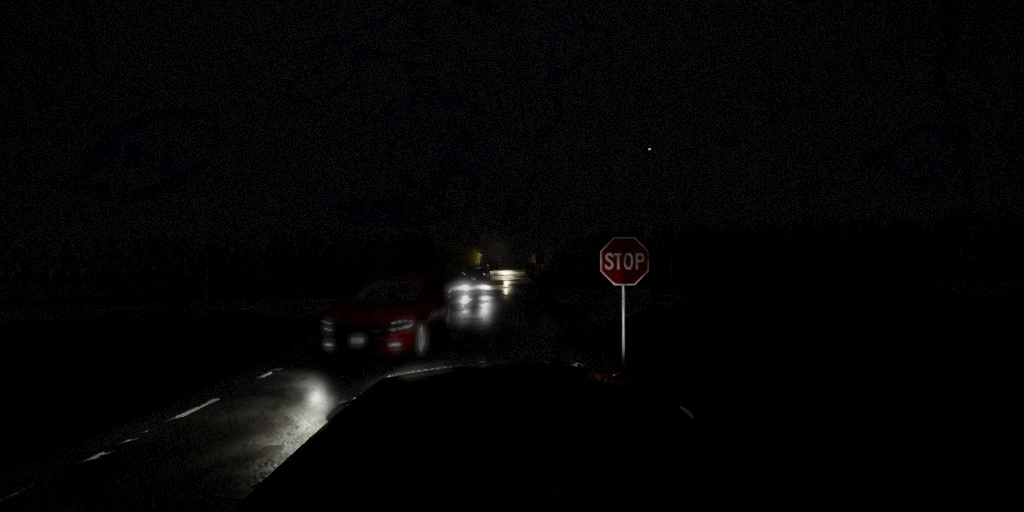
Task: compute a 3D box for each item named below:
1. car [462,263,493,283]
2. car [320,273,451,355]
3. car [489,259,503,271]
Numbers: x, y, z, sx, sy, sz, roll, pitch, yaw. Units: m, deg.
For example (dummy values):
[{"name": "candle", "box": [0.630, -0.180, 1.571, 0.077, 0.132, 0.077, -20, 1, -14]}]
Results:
[{"name": "car", "box": [-2.775, 1.434, 28.630, 1.895, 1.301, 4.718, 0, 0, 0]}, {"name": "car", "box": [-2.757, 1.237, 8.885, 1.882, 1.535, 5.008, 0, 0, 0]}, {"name": "car", "box": [-2.807, 1.602, 62.439, 2.150, 2.045, 5.566, 0, -1, 0]}]
